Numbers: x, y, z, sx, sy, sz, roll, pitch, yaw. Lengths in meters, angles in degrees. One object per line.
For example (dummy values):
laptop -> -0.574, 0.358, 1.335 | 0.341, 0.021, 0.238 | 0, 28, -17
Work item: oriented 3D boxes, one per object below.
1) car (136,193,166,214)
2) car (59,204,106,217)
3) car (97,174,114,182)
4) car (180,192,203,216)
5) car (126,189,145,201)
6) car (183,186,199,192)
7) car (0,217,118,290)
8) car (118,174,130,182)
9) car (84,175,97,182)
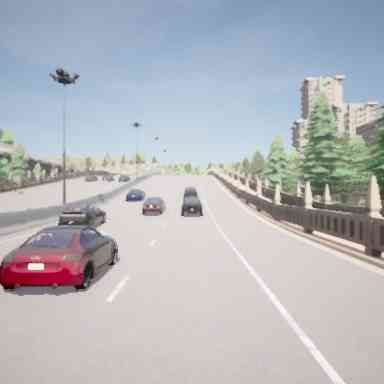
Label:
car -> -3.517, 1.151, 31.045 | 2.033, 1.411, 5.357 | 0, 4, 0
car -> -6.965, 1.497, 21.577 | 2.128, 1.511, 4.902 | 0, 1, 0
car -> -17.836, -2.917, 70.446 | 2.128, 1.511, 4.902 | 0, 6, 0
car -> -0.009, 1.157, 29.671 | 1.882, 1.535, 5.008 | 0, 3, 0
car -> -7.078, 0.255, 42.150 | 1.994, 1.385, 4.181 | 0, 6, 0
car -> -0.166, -0.013, 44.123 | 1.837, 1.490, 4.892 | 0, 7, 0
car -> -3.410, 1.615, 9.268 | 1.994, 1.385, 4.181 | 0, 0, 0
car -> -14.336, -2.964, 70.461 | 1.882, 1.535, 5.008 | 0, 6, 0
car -> -21.336, -2.890, 70.430 | 1.994, 1.385, 4.181 | 0, 6, 0
